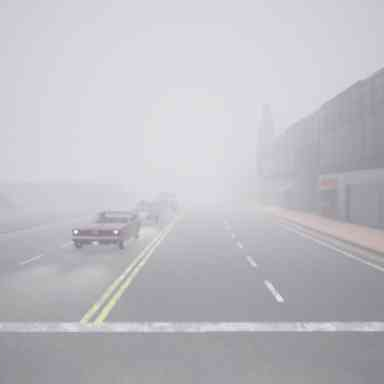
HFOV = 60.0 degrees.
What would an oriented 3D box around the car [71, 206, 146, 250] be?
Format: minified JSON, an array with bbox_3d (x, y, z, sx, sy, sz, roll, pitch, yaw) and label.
[{"bbox_3d":[-3.380,1.494,14.019,1.895,1.301,4.718,0,0,2],"label":"car"}]

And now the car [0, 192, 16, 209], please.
[{"bbox_3d":[-20.947,0.893,34.377,3.866,1.878,1.905,0,0,0],"label":"car"}]

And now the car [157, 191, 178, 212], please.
[{"bbox_3d":[-2.667,0.957,35.057,2.150,2.045,5.566,0,0,2],"label":"car"}]

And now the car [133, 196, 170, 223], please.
[{"bbox_3d":[-3.069,1.310,23.881,2.128,1.511,4.902,0,0,2],"label":"car"}]

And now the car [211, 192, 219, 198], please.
[{"bbox_3d":[6.374,0.833,91.532,2.128,1.511,4.902,0,0,2],"label":"car"}]

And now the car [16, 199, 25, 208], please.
[{"bbox_3d":[-20.910,1.111,37.274,3.806,1.475,1.970,0,0,0],"label":"car"}]
